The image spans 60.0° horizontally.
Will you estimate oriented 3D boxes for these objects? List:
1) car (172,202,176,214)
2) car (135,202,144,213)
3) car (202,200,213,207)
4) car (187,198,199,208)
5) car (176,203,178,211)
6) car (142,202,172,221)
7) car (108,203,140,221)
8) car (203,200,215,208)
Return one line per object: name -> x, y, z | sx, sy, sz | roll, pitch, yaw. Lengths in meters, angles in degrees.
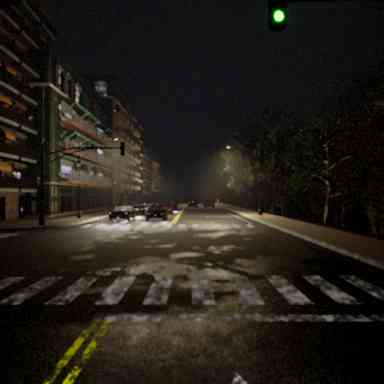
car -> -3.286, 2.062, 41.304 | 1.812, 1.442, 4.674 | 0, -1, 0
car -> -6.539, 2.024, 41.079 | 2.128, 1.511, 4.902 | 0, -1, 0
car -> 3.362, 2.439, 73.650 | 2.033, 1.411, 5.357 | 0, -1, 0
car -> 0.197, 2.325, 63.643 | 2.128, 1.511, 4.902 | 0, -1, 0
car -> -3.252, 2.305, 53.952 | 1.895, 1.301, 4.718 | 0, -1, 0
car -> -3.302, 1.920, 32.117 | 1.837, 1.490, 4.892 | 0, -1, 0
car -> -6.558, 2.012, 31.771 | 1.895, 1.301, 4.718 | 0, -1, 0
car -> 3.346, 2.333, 63.231 | 1.837, 1.490, 4.892 | 0, -1, 0
